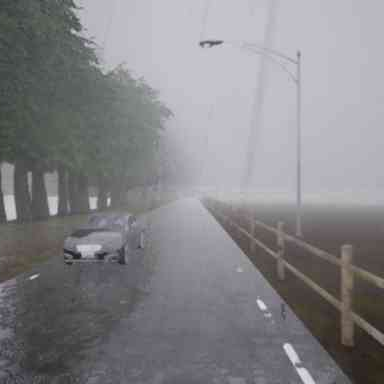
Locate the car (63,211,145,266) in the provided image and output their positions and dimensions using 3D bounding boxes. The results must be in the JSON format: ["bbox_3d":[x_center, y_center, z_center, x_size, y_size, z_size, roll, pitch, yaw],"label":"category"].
[{"bbox_3d":[-2.828,1.451,11.539,2.128,1.511,4.902,0,0,0],"label":"car"}]
